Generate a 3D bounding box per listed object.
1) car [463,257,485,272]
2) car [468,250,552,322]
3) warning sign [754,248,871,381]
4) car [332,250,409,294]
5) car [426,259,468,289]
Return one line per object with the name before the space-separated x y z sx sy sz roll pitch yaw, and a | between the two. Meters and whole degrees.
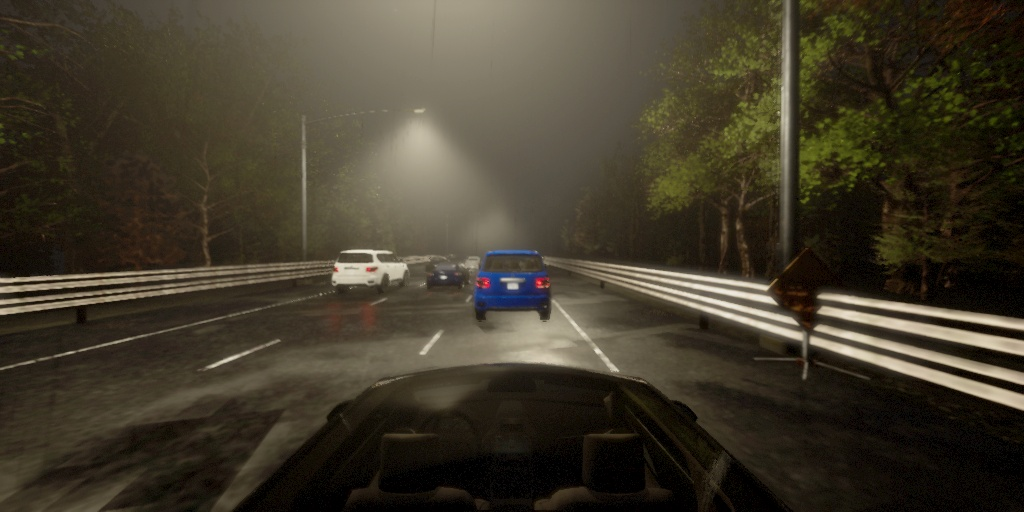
car | -3.834 0.825 36.632 1.812 1.442 4.674 0 1 -1
car | 0.032 0.832 11.867 2.150 2.045 5.566 0 1 0
warning sign | 4.544 0.812 5.525 1.300 1.860 1.060 0 0 0
car | -7.024 0.744 18.403 2.150 2.045 5.566 0 1 0
car | -3.542 1.062 20.517 1.994 1.385 4.181 0 1 -1
